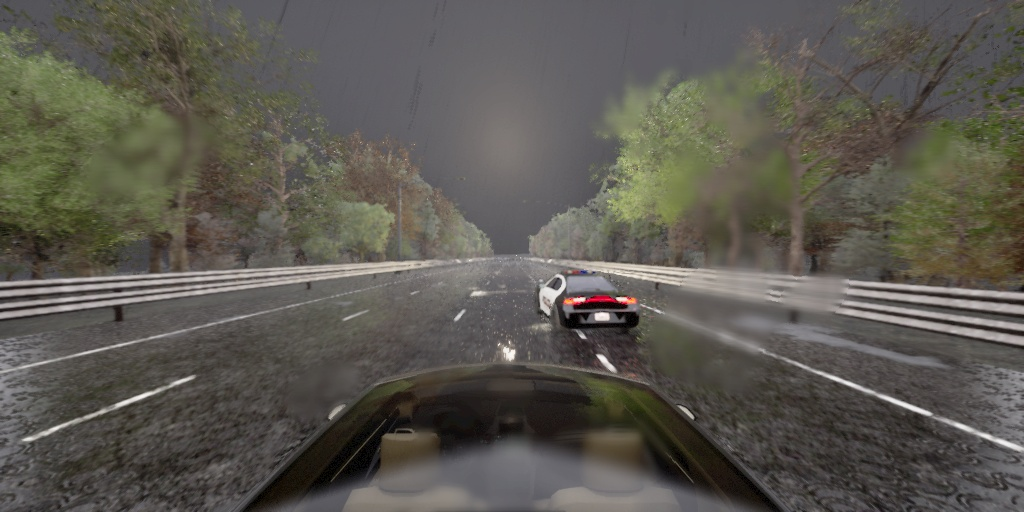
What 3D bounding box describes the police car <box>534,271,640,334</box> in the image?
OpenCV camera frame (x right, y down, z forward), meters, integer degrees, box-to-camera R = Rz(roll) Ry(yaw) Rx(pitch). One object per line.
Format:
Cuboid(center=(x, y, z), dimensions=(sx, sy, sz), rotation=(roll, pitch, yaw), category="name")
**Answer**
Cuboid(center=(1.889, 1.220, 10.733), dimensions=(2.038, 1.542, 4.974), rotation=(0, 0, -5), category="police car")
